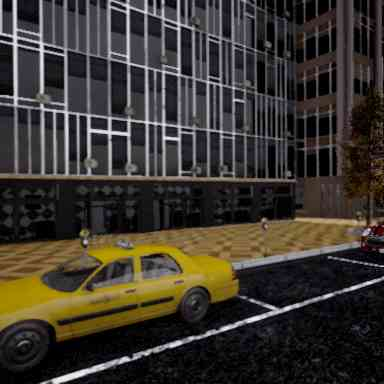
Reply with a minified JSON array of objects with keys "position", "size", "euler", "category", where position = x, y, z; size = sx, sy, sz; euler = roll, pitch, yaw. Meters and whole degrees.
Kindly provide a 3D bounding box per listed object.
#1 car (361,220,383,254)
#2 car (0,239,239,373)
[{"position":[8.021,1.445,12.293],"size":[4.097,1.590,1.967],"euler":[0,-1,-36],"category":"car"},{"position":[-1.371,1.526,5.591],"size":[4.829,1.417,1.752],"euler":[0,-1,-36],"category":"car"}]
